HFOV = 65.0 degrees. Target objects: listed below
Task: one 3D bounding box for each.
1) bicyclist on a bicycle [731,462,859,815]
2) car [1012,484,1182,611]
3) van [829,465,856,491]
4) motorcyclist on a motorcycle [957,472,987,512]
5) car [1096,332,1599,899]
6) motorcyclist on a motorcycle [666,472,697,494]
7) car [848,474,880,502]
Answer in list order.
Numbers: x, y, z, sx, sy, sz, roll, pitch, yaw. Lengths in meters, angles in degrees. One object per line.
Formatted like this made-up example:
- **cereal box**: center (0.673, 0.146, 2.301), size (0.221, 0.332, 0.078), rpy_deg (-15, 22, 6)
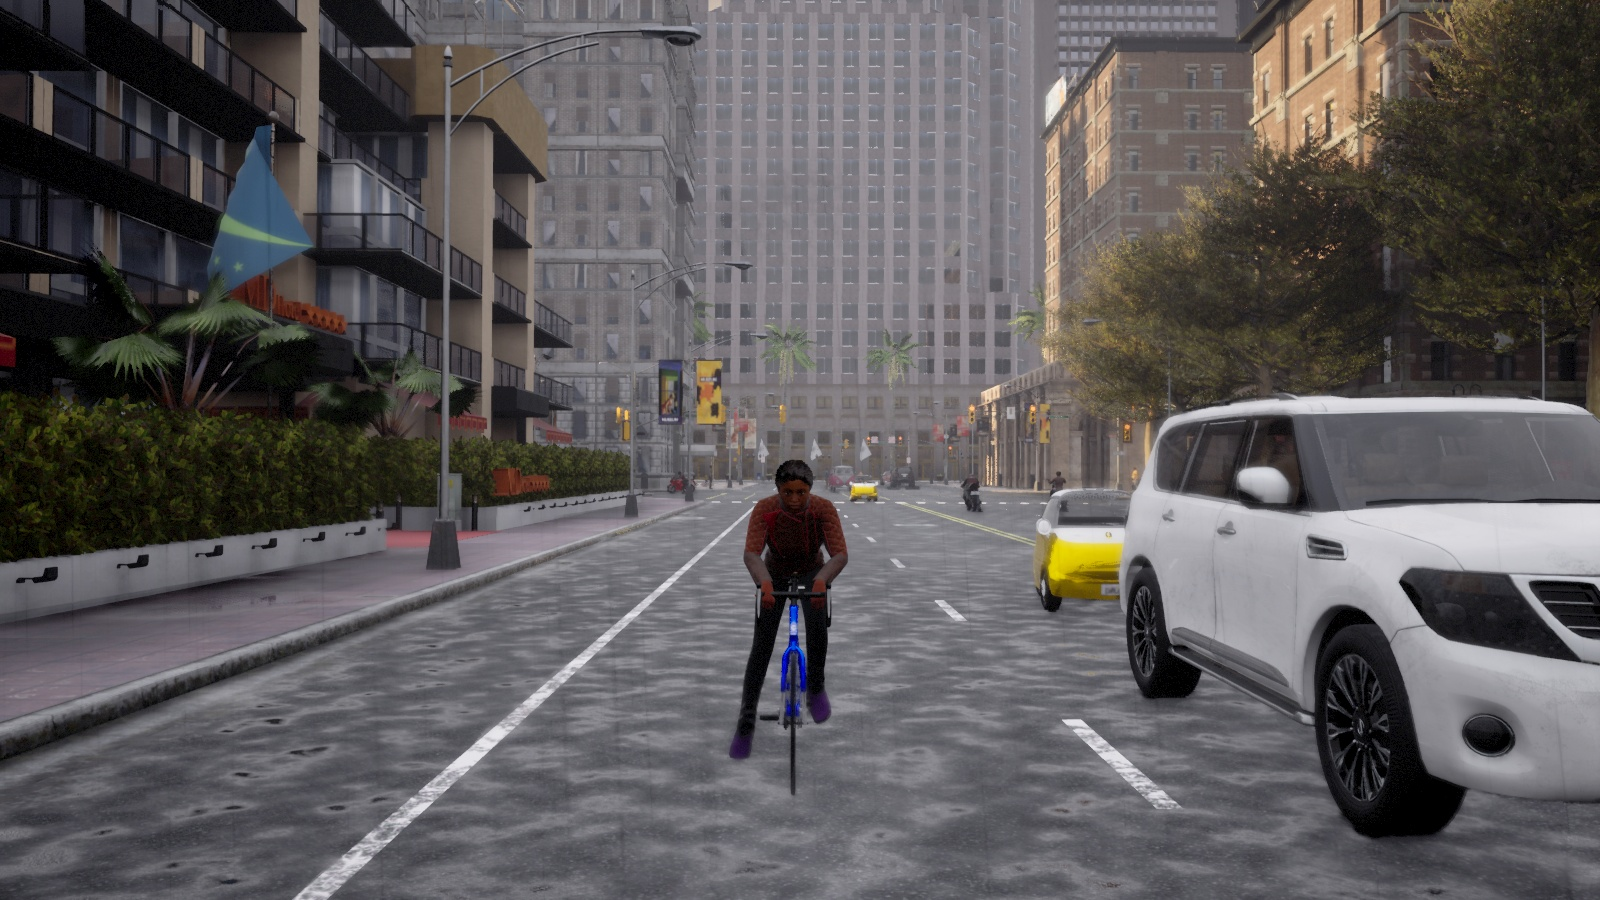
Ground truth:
- **bicyclist on a bicycle**: center (-0.026, 0.878, 6.609), size (0.582, 1.620, 1.656), rpy_deg (0, -1, 0)
- **car**: center (3.445, 1.105, 14.898), size (1.481, 1.376, 2.207), rpy_deg (0, -1, 0)
- **van**: center (3.304, 2.200, 98.260), size (1.775, 1.987, 4.442), rpy_deg (0, -1, -3)
- **motorcyclist on a motorcycle**: center (6.820, 1.657, 49.830), size (0.866, 1.530, 2.191), rpy_deg (0, -1, 0)
- **car**: center (3.470, 0.642, 7.276), size (2.150, 2.045, 5.566), rpy_deg (0, -1, 0)
- **motorcyclist on a motorcycle**: center (-8.206, 2.286, 86.958), size (2.044, 1.523, 0.797), rpy_deg (0, -1, -22)
- **car**: center (3.268, 1.934, 64.338), size (1.481, 1.376, 2.207), rpy_deg (0, -1, 0)
